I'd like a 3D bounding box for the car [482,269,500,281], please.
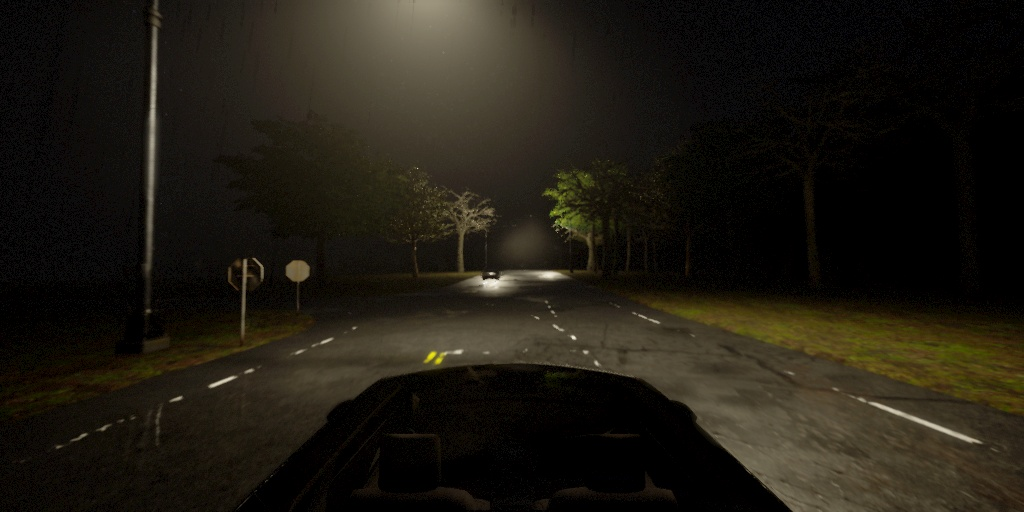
[{"bbox_3d":[-2.473,2.243,42.929,2.033,1.411,5.357,-1,-1,2],"label":"car"}]
